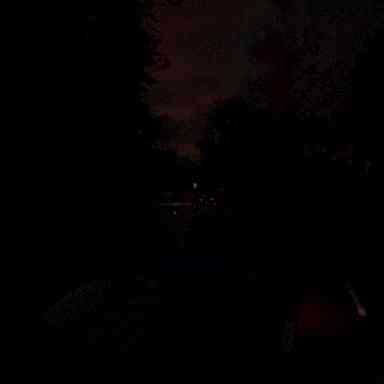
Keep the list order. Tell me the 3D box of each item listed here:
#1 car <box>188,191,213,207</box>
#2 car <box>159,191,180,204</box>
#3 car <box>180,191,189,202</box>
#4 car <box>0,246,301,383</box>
[{"bbox_3d":[1.169,0.867,37.828,1.812,1.442,4.674,2,1,-10],"label":"car"},{"bbox_3d":[-3.029,0.633,41.626,1.812,1.442,4.674,2,1,-11],"label":"car"},{"bbox_3d":[-0.684,0.554,47.834,1.882,1.535,5.008,2,1,-10],"label":"car"},{"bbox_3d":[-0.334,1.495,3.788,1.882,1.535,5.008,0,0,36],"label":"car"}]
